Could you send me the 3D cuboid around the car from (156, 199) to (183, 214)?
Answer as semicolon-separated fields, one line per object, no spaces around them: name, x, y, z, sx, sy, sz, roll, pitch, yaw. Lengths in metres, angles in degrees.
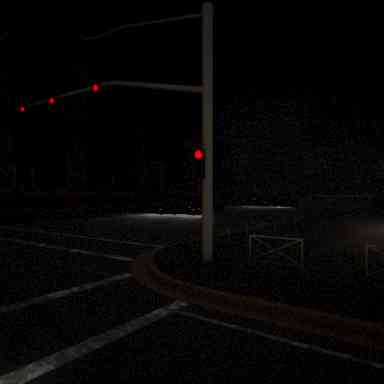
car;-1.767;1.460;34.496;1.812;1.442;4.674;0;0;35

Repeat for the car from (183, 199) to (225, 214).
car;1.519;1.440;33.102;1.837;1.490;4.892;0;0;36

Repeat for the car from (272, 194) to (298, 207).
car;14.753;1.483;51.477;2.033;1.411;5.357;0;0;36

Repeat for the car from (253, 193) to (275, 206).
car;11.827;1.149;53.404;2.150;2.045;5.566;0;0;36
